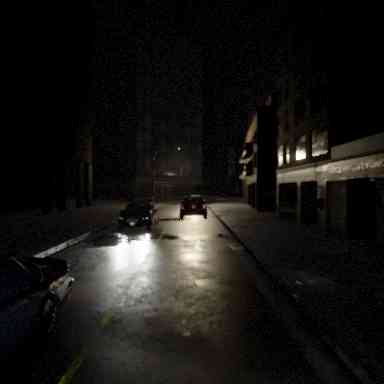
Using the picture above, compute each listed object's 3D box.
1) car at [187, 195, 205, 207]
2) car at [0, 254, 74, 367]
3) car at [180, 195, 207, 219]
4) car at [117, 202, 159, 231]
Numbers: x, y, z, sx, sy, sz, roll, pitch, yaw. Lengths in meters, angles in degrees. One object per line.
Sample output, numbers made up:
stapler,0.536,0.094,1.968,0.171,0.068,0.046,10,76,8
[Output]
car,0.590,1.150,44.690,2.128,1.511,4.902,0,0,5
car,-3.081,1.521,3.764,2.033,1.411,5.357,0,0,1
car,0.128,1.146,27.102,2.097,1.767,4.553,0,0,0
car,-3.053,1.343,19.473,2.128,1.511,4.902,0,1,0
